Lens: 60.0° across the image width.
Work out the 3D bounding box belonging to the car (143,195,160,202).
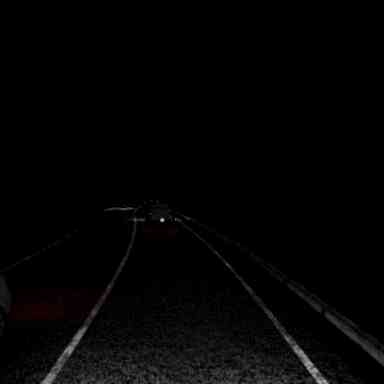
[{"bbox_3d":[-5.017,1.193,41.496,2.097,1.767,4.553,0,1,-6],"label":"car"}]

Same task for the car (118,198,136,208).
[{"bbox_3d":[-8.718,1.399,44.526,1.895,1.301,4.718,0,0,-3],"label":"car"}]

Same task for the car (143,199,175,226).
[{"bbox_3d":[-2.217,1.498,22.999,1.812,1.442,4.674,1,0,-9],"label":"car"}]

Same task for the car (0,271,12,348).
[{"bbox_3d":[-3.537,1.529,3.213,1.812,1.442,4.674,0,0,-2],"label":"car"}]
